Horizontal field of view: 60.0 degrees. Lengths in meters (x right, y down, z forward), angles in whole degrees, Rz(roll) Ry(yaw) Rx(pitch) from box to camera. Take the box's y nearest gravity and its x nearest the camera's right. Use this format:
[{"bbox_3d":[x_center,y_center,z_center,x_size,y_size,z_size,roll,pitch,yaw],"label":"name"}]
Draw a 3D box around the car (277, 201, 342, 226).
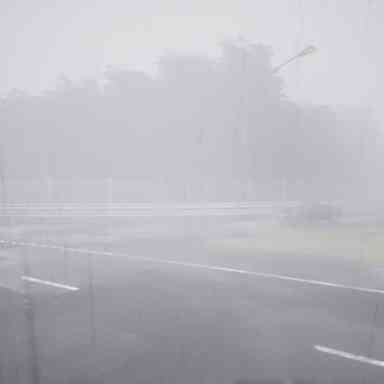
[{"bbox_3d":[7.975,1.386,22.524,4.902,1.511,2.128,0,0,-27],"label":"car"}]
